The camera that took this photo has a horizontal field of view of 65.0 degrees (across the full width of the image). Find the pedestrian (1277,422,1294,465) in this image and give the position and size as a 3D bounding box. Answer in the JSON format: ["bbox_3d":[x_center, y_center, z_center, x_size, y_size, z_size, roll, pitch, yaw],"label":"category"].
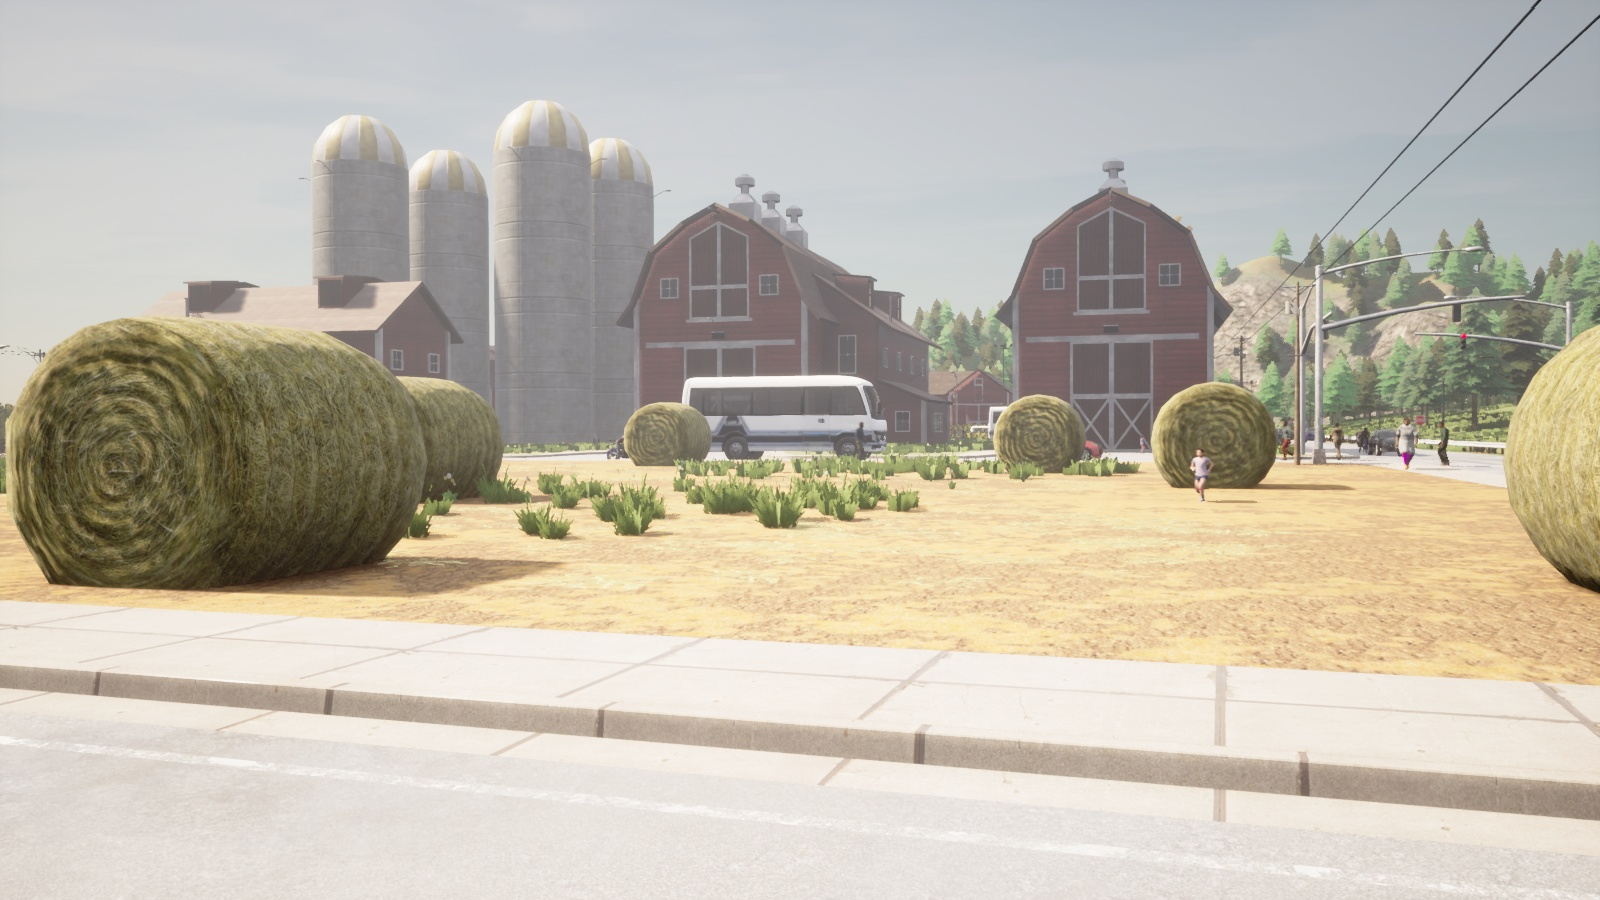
[{"bbox_3d":[20.866,-0.289,53.953,0.614,1.847,0.353,0,1,9],"label":"pedestrian"}]

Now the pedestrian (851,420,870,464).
[{"bbox_3d":[2.493,-0.333,51.758,0.726,1.835,0.370,1,1,24],"label":"pedestrian"}]

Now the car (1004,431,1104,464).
[{"bbox_3d":[11.986,-0.126,59.228,4.514,1.525,2.007,0,1,15],"label":"car"}]

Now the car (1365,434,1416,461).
[{"bbox_3d":[33.967,-0.165,72.361,1.837,1.490,4.892,0,1,16],"label":"car"}]

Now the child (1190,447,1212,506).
[{"bbox_3d":[7.725,0.508,24.211,0.255,1.110,0.394,1,1,41],"label":"child"}]

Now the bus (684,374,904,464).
[{"bbox_3d":[-0.240,-1.542,62.431,10.273,4.253,3.944,0,1,15],"label":"bus"}]

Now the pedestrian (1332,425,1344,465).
[{"bbox_3d":[26.068,-0.240,60.877,0.396,1.930,0.692,0,1,11],"label":"pedestrian"}]

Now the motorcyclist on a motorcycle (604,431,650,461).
[{"bbox_3d":[-8.915,-0.212,64.734,2.191,1.530,0.866,1,1,15],"label":"motorcyclist on a motorcycle"}]

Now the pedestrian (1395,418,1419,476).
[{"bbox_3d":[20.838,-0.103,43.113,0.659,1.952,0.873,1,1,22],"label":"pedestrian"}]

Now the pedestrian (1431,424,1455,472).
[{"bbox_3d":[26.041,-0.079,50.865,0.788,1.949,0.423,1,1,32],"label":"pedestrian"}]
